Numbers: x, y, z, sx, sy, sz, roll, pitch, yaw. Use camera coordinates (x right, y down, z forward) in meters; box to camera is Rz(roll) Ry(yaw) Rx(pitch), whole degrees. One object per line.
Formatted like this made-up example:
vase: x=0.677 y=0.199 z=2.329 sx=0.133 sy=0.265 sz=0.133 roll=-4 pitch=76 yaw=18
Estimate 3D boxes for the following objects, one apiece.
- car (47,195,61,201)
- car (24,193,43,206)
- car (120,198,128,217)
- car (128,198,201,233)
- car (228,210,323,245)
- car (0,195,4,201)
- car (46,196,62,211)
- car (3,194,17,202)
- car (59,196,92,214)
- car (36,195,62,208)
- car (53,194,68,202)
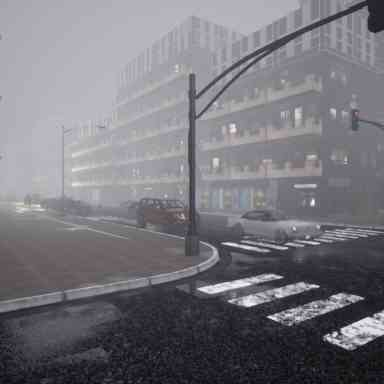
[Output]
car: x=-31.234 y=1.379 z=75.086 sx=2.008 sy=1.369 sz=4.403 roll=0 pitch=0 yaw=-36
car: x=-24.764 y=1.162 z=51.811 sx=2.192 sy=1.841 sz=5.009 roll=0 pitch=0 yaw=-36
car: x=-3.887 y=1.452 z=27.316 sx=1.812 sy=1.442 sz=4.674 roll=0 pitch=1 yaw=-36
car: x=-1.552 y=1.264 z=19.663 sx=2.192 sy=1.841 sz=5.009 roll=0 pitch=0 yaw=-36
car: x=3.793 y=1.575 z=15.904 sx=1.895 sy=1.301 sz=4.718 roll=0 pitch=0 yaw=-30
car: x=-41.345 y=1.269 z=74.773 sx=1.967 sy=1.590 sz=4.097 roll=0 pitch=0 yaw=-36
car: x=-14.817 y=1.451 z=38.034 sx=1.947 sy=1.339 sz=4.313 roll=0 pitch=0 yaw=-36
car: x=-38.029 y=1.412 z=70.181 sx=1.802 sy=1.307 sz=4.206 roll=0 pitch=0 yaw=-36
car: x=-11.501 y=1.444 z=33.441 sx=1.887 sy=1.381 sz=4.507 roll=0 pitch=0 yaw=-36
car: x=-18.134 y=1.436 z=42.628 sx=1.947 sy=1.339 sz=4.313 roll=0 pitch=0 yaw=-36
car: x=-27.918 y=1.269 z=70.495 sx=1.967 sy=1.590 sz=4.097 roll=0 pitch=0 yaw=-36
